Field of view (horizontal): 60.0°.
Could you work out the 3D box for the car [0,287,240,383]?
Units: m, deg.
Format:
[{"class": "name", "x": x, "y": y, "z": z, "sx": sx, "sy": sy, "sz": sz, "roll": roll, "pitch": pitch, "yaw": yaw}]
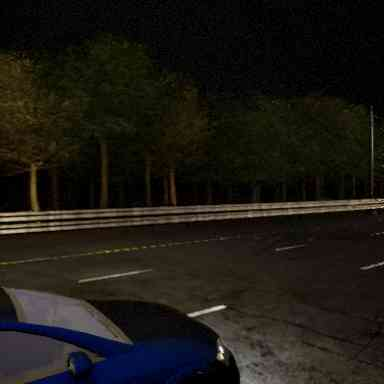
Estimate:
[{"class": "car", "x": -1.592, "y": 1.564, "z": 2.735, "sx": 4.181, "sy": 1.385, "sz": 1.994, "roll": 0, "pitch": 0, "yaw": -35}]
